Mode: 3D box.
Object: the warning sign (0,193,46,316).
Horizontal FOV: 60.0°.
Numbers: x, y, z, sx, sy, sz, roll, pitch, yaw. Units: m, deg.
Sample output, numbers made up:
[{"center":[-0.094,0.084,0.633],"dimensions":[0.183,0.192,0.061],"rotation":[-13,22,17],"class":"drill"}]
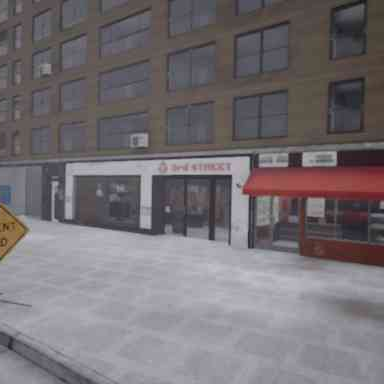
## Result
[{"center":[-3.314,0.957,5.435],"dimensions":[1.060,1.860,1.300],"rotation":[2,1,35],"class":"warning sign"}]
